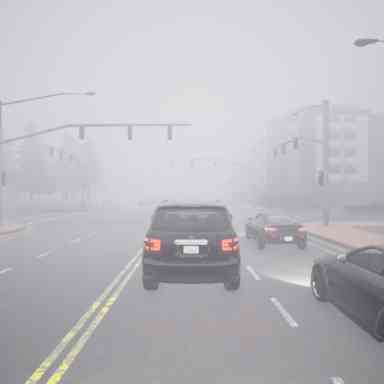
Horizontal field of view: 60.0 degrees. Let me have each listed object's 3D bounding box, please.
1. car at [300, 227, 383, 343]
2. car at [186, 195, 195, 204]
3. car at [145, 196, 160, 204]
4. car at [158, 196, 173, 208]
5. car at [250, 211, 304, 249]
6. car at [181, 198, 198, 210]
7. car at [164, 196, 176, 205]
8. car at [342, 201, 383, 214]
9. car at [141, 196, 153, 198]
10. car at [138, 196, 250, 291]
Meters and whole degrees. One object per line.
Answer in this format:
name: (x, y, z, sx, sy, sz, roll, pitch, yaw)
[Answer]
car: (3.566, 1.564, 5.624, 1.994, 1.385, 4.181, 0, 0, 0)
car: (-0.321, 1.477, 67.184, 1.882, 1.535, 5.008, 0, 0, 0)
car: (-7.448, 1.491, 63.281, 2.128, 1.511, 4.902, 0, 0, 0)
car: (-3.898, 1.477, 50.438, 1.882, 1.535, 5.008, 0, 0, 0)
car: (3.492, 1.526, 14.345, 1.812, 1.442, 4.674, 0, 0, 0)
car: (-0.279, 1.564, 44.061, 1.994, 1.385, 4.181, 0, 0, 4)
car: (-3.943, 1.477, 59.854, 1.882, 1.535, 5.008, 0, 0, 0)
car: (18.031, 1.601, 34.062, 4.718, 1.301, 1.895, 0, 0, -2)
car: (-7.404, 1.477, 53.012, 1.882, 1.535, 5.008, 0, 0, -1)
car: (-0.007, 1.221, 9.174, 2.150, 2.045, 5.566, 0, 0, 0)
